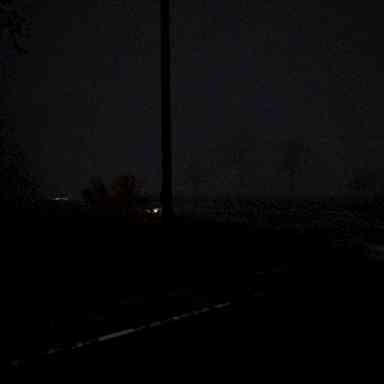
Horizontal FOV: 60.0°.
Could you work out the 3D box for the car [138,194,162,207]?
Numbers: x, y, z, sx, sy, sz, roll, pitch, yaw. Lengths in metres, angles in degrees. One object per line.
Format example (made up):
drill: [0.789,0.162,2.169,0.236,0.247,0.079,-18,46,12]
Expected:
car: [-4.615,0.982,36.784,1.837,1.490,4.892,-2,2,-35]

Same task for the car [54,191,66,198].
car: [-28.090,0.445,70.791,1.882,1.535,5.008,-2,2,-31]
